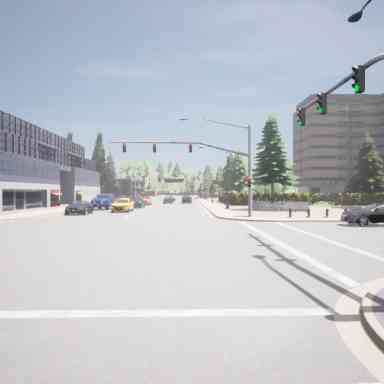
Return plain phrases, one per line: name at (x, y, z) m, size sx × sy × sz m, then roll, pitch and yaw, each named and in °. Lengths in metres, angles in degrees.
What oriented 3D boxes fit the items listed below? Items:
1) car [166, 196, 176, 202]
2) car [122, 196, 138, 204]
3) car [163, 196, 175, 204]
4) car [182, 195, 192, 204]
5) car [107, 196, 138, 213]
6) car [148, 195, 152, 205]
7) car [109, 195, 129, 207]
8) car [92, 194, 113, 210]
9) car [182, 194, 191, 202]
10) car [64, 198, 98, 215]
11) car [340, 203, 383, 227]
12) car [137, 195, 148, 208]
car at (-4.718, 1.510, 75.222) m, size 1.895 × 1.301 × 4.718 m, roll 0°, pitch 0°, yaw -1°
car at (-11.595, 1.492, 62.937) m, size 2.128 × 1.511 × 4.902 m, roll 0°, pitch 0°, yaw 0°
car at (-4.573, 1.547, 64.587) m, size 2.033 × 1.411 × 5.357 m, roll 0°, pitch 0°, yaw -1°
car at (-0.976, 1.505, 64.910) m, size 1.837 × 1.490 × 4.892 m, roll 0°, pitch 0°, yaw -1°
car at (-7.806, 1.478, 37.817) m, size 1.882 × 1.535 × 5.008 m, roll 0°, pitch 0°, yaw -1°
car at (-8.050, 1.352, 57.168) m, size 2.097 × 1.767 × 4.553 m, roll 0°, pitch 0°, yaw -1°
car at (-11.499, 1.352, 52.678) m, size 2.097 × 1.767 × 4.553 m, roll 0°, pitch 0°, yaw -1°
car at (-11.375, 1.222, 42.778) m, size 2.150 × 2.045 × 5.566 m, roll 0°, pitch 0°, yaw -1°
car at (-1.213, 1.355, 74.976) m, size 2.097 × 1.767 × 4.553 m, roll 0°, pitch 0°, yaw -1°
car at (-11.242, 1.564, 33.426) m, size 1.994 × 1.385 × 4.181 m, roll 0°, pitch 0°, yaw -1°
car at (12.502, 1.492, 22.191) m, size 4.902 × 1.511 × 2.128 m, roll 0°, pitch 0°, yaw -1°
car at (-7.929, 1.352, 47.054) m, size 2.097 × 1.767 × 4.553 m, roll 0°, pitch 0°, yaw -1°
